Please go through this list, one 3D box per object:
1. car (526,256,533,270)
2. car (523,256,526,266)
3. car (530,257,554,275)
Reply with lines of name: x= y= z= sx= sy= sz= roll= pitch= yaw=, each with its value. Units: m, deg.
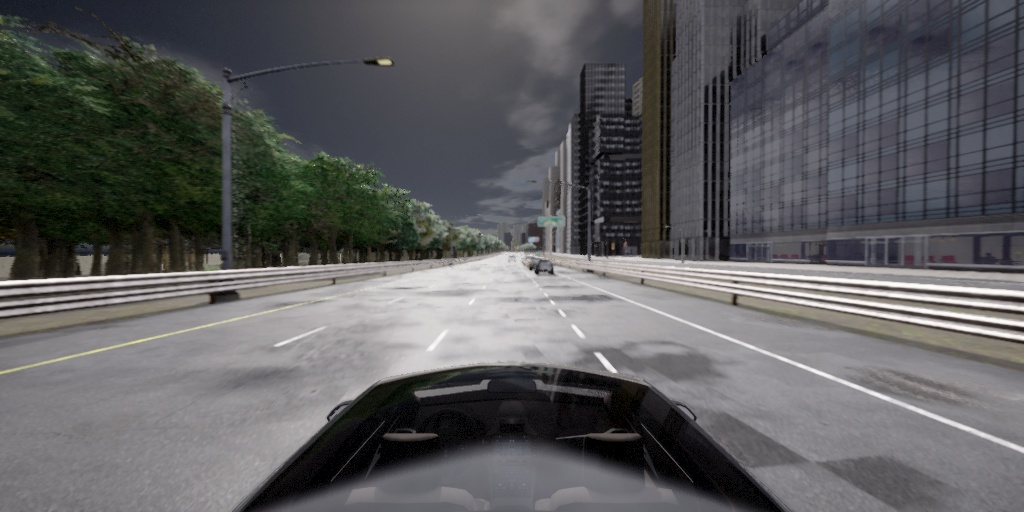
car: x=3.400 y=1.090 z=50.023 sx=2.097 sy=1.767 sz=4.553 roll=0 pitch=0 yaw=0
car: x=3.381 y=1.200 z=61.025 sx=1.882 sy=1.535 sz=5.008 roll=0 pitch=0 yaw=0
car: x=3.440 y=1.176 z=39.061 sx=2.033 sy=1.649 sz=4.856 roll=0 pitch=0 yaw=0
